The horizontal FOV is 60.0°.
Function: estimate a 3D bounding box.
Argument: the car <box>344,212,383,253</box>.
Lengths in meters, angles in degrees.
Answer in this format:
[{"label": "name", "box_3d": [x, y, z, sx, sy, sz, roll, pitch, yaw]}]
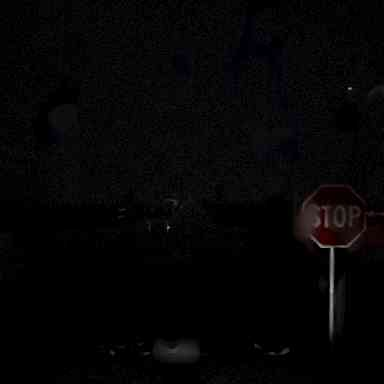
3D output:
[{"label": "car", "box_3d": [7.592, 1.557, 13.617, 5.008, 1.535, 1.882, 0, 1, 0]}]

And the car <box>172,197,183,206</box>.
[{"label": "car", "box_3d": [-2.827, 1.804, 63.632, 1.837, 1.490, 4.892, 0, -1, 1]}]

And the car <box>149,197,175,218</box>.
[{"label": "car", "box_3d": [-2.875, 1.541, 31.042, 1.882, 1.535, 5.008, 0, 0, 0]}]

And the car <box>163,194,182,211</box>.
[{"label": "car", "box_3d": [-2.883, 1.338, 43.769, 2.150, 2.045, 5.566, 0, -1, 0]}]
